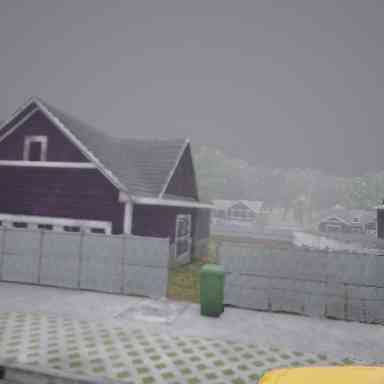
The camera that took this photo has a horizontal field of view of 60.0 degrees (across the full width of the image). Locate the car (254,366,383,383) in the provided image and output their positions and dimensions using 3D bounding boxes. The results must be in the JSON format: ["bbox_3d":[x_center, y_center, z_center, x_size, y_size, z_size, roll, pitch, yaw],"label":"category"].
[{"bbox_3d":[2.840,1.696,1.871,5.366,1.575,1.801,2,-3,15],"label":"car"}]
